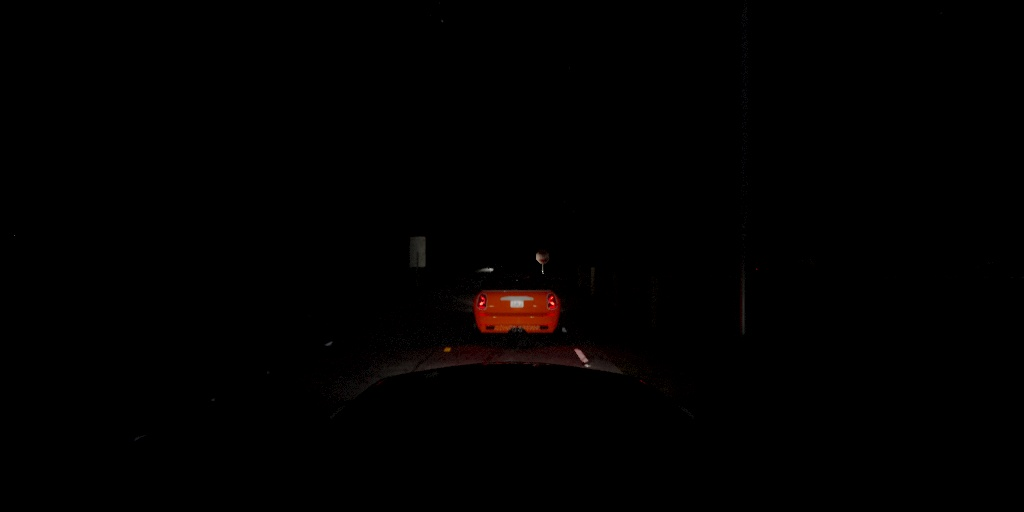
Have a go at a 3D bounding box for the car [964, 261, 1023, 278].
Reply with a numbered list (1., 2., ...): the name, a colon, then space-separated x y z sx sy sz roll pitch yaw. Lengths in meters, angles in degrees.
1. car: 44.409 1.214 32.614 5.008 1.535 1.882 0 -2 0

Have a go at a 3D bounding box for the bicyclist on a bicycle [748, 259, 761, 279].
1. bicyclist on a bicycle: 19.945 1.104 29.497 0.582 1.620 1.656 0 0 0

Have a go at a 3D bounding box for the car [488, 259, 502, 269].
1. car: -2.761 1.262 58.911 2.128 1.511 4.902 0 0 0

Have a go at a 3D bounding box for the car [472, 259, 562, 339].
1. car: 0.104 1.083 10.113 2.097 1.767 4.553 0 0 0
